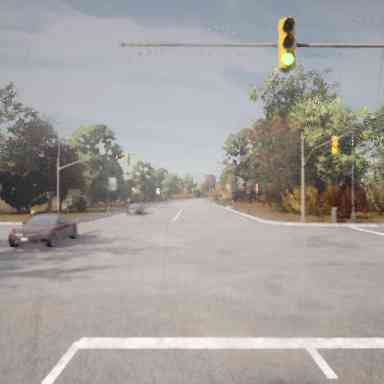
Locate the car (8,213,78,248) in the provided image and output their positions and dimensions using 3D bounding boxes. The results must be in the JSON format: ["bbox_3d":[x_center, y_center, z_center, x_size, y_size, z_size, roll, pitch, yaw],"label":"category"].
[{"bbox_3d":[-6.998,1.760,16.215,1.812,1.442,4.674,0,-1,0],"label":"car"}]

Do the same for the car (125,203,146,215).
[{"bbox_3d":[-6.992,2.124,41.441,1.812,1.442,4.674,0,-1,0],"label":"car"}]
